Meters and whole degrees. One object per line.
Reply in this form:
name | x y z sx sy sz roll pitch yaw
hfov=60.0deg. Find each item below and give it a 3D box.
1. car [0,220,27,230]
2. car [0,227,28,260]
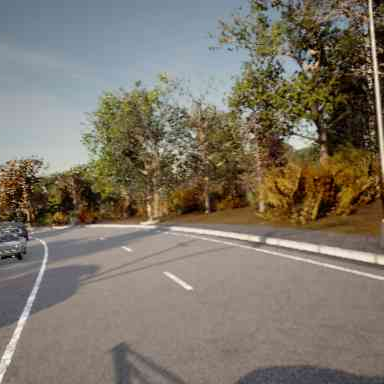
car | -17.372 3.833 32.370 2.150 2.045 5.566 -7 -2 -31
car | -9.589 2.790 16.924 1.895 1.301 4.718 -6 -2 -24
